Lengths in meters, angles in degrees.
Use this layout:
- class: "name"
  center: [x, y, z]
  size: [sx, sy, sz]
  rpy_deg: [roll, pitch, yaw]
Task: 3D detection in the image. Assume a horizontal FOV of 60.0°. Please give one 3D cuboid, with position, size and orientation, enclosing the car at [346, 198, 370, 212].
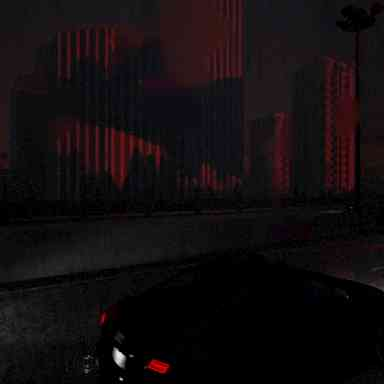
- class: "car"
  center: [19.896, 1.531, 38.719]
  size: [4.892, 1.490, 1.837]
  rpy_deg: [0, 0, -34]

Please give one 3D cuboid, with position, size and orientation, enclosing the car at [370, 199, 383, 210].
- class: "car"
  center: [21.698, 1.505, 35.715]
  size: [5.008, 1.535, 1.882]
  rpy_deg: [0, 0, -34]

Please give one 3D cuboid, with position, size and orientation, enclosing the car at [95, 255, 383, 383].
- class: "car"
  center: [0.933, 1.565, 4.363]
  size: [4.181, 1.385, 1.994]
  rpy_deg: [0, 0, -35]

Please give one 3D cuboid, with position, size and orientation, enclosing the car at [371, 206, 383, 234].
- class: "car"
  center: [10.752, 1.505, 15.353]
  size: [4.902, 1.511, 2.128]
  rpy_deg: [0, 0, -34]
